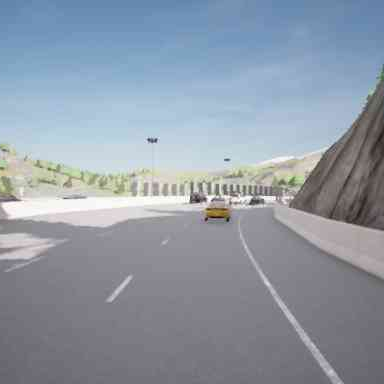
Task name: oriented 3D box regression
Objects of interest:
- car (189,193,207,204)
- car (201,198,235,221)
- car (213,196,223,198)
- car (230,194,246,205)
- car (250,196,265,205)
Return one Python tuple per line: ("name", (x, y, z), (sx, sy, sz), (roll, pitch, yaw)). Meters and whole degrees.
("car", (1.299, 1.247, 64.066), (2.150, 2.045, 5.566), (0, 0, 22))
("car", (2.238, 1.513, 27.461), (1.882, 1.535, 5.008), (0, 0, 10))
("car", (5.192, 1.573, 64.071), (2.128, 1.511, 4.902), (1, 0, 22))
("car", (8.807, 1.356, 63.974), (2.150, 2.045, 5.566), (0, 0, 23))
("car", (12.515, 1.540, 63.445), (2.097, 1.767, 4.553), (1, 0, 23))
